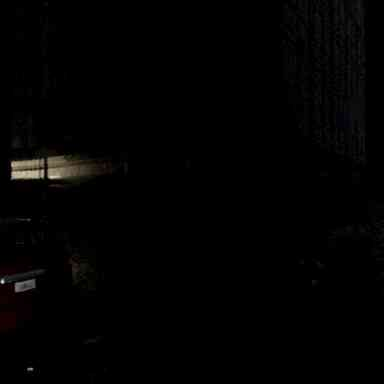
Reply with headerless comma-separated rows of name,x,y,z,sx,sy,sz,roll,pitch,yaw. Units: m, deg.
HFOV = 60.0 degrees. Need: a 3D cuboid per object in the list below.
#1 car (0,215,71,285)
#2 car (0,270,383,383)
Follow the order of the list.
car,-4.155,1.328,5.797,5.009,1.841,2.192,0,0,35
car,0.442,1.568,2.530,4.313,1.339,1.947,0,0,35
